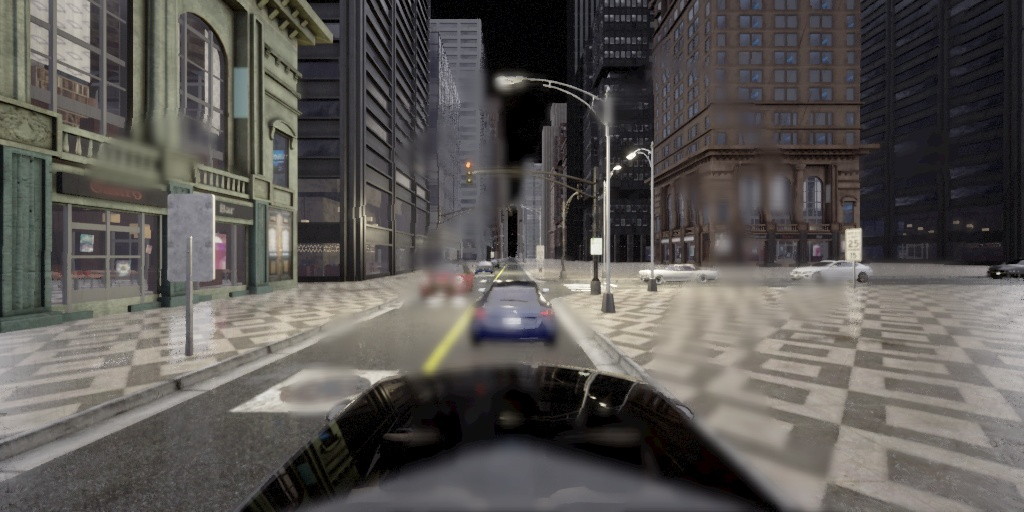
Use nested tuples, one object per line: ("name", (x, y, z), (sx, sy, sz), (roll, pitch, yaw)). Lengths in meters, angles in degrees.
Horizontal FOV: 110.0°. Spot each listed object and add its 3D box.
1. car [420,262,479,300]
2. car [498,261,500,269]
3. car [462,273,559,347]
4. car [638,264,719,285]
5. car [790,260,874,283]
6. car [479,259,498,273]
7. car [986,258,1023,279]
("car", (-3.049, 1.101, 17.750), (2.097, 1.767, 4.553), (0, 0, 0))
("car", (-2.909, 1.236, 56.483), (1.882, 1.535, 5.008), (0, 0, 0))
("car", (0.064, 1.314, 9.312), (1.994, 1.385, 4.181), (0, 0, 1))
("car", (10.970, 1.205, 23.969), (4.718, 1.301, 1.895), (-1, 0, 0))
("car", (21.306, 1.009, 23.941), (4.674, 1.442, 1.812), (-1, 0, 0))
("car", (-2.973, 1.300, 40.211), (2.033, 1.411, 5.357), (0, 0, 0))
("car", (34.838, 0.836, 23.890), (4.892, 1.490, 1.837), (-2, 0, 0))
